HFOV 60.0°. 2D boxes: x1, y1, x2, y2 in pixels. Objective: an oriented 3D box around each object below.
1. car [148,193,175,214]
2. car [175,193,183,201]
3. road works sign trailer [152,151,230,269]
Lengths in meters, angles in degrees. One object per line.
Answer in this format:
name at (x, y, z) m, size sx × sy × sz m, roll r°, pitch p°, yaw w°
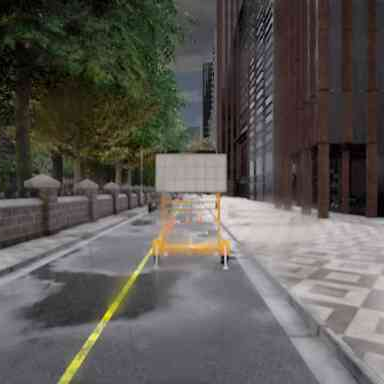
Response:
car at (-3.190, 1.133, 34.182) m, size 2.150 × 2.045 × 5.566 m, roll 0°, pitch 0°, yaw 0°
car at (-3.198, 1.028, 73.935) m, size 2.150 × 2.045 × 5.566 m, roll 0°, pitch 0°, yaw 0°
road works sign trailer at (-0.028, 0.441, 11.014) m, size 2.380 × 3.560 × 2.880 m, roll 0°, pitch 0°, yaw 0°
